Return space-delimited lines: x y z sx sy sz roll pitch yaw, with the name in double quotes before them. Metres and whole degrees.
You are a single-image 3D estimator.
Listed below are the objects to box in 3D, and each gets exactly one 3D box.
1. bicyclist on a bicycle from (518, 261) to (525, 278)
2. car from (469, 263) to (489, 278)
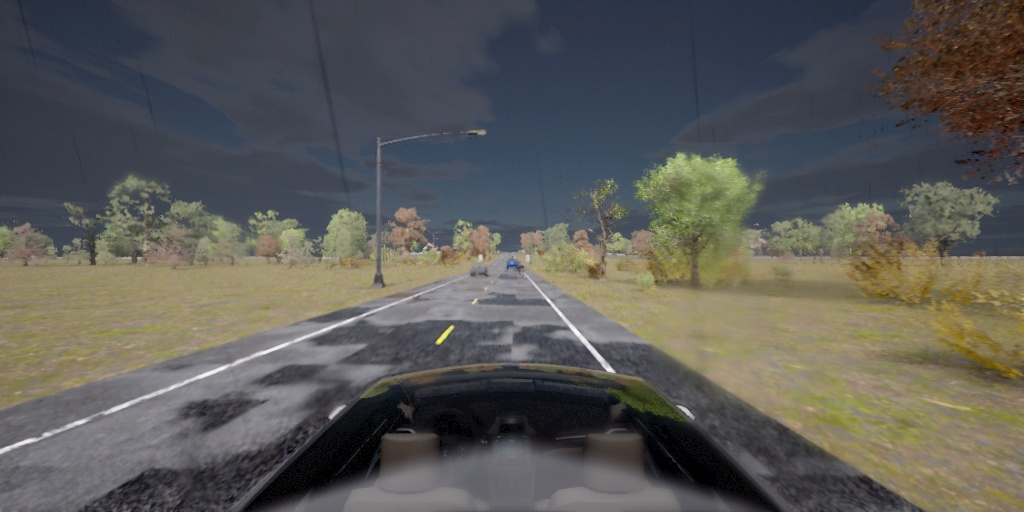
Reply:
"bicyclist on a bicycle" 0.968 1.412 35.484 0.659 1.776 1.843 0 0 0
"car" -3.573 1.582 39.564 1.837 1.490 4.892 0 -1 0
